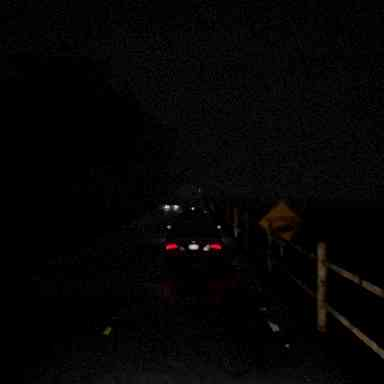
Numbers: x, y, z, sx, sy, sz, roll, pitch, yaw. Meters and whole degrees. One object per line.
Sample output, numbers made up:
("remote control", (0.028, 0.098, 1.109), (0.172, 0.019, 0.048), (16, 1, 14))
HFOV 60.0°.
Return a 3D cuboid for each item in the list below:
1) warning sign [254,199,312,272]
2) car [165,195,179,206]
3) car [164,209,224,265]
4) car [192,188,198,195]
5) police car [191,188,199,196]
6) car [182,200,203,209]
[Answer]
("warning sign", (2.452, 1.122, 9.109), (1.300, 1.860, 1.060), (0, 0, 0))
("car", (-2.840, 1.149, 47.700), (2.033, 1.411, 5.357), (0, 1, 0))
("car", (0.067, 1.553, 11.630), (2.033, 1.411, 5.357), (0, 0, 0))
("car", (0.819, -0.169, 94.081), (1.882, 1.535, 5.008), (0, 2, 0))
("police car", (0.820, 0.132, 84.194), (1.930, 1.638, 5.238), (0, 2, 0))
("car", (0.086, 1.435, 31.988), (1.994, 1.385, 4.181), (0, 1, 0))
